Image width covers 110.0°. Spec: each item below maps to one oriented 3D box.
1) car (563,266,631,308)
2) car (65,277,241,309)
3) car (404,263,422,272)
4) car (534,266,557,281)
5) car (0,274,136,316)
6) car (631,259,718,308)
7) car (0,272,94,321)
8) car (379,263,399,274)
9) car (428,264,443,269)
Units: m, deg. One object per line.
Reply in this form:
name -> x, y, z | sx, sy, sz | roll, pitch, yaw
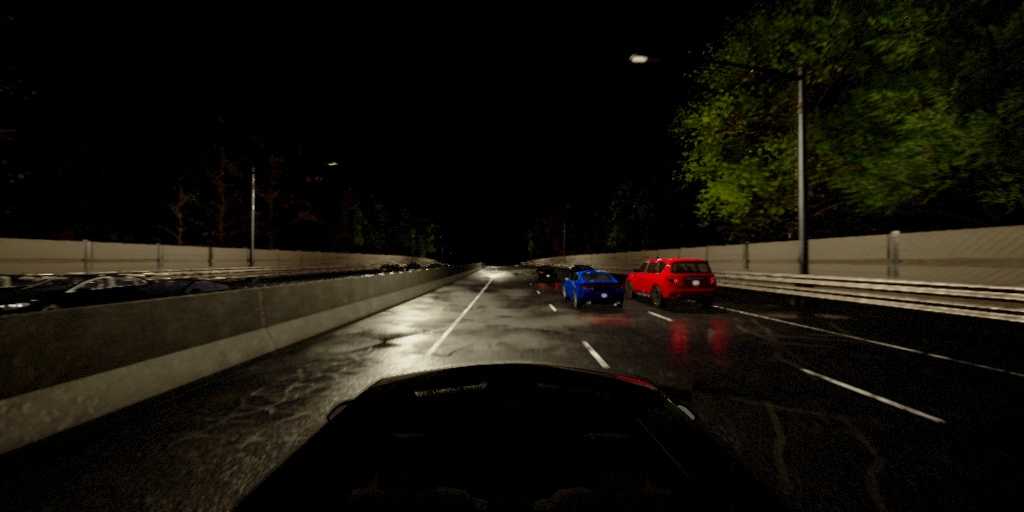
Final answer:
car -> 3.527, 1.397, 16.261 | 1.882, 1.535, 5.008 | 0, -1, 0
car -> -10.638, 1.433, 11.477 | 1.994, 1.385, 4.181 | 0, -1, 0
car -> -14.849, 1.868, 53.923 | 1.837, 1.490, 4.892 | 0, -1, -1
car -> 3.283, 1.666, 34.978 | 1.812, 1.442, 4.674 | 0, -1, -1
car -> -14.139, 1.365, 11.780 | 2.128, 1.511, 4.902 | 0, -1, 0
car -> 7.028, 1.143, 16.418 | 2.150, 2.045, 5.566 | 0, -1, 0
car -> -17.633, 1.358, 11.752 | 2.128, 1.511, 4.902 | 0, -1, 0
car -> -18.344, 1.853, 53.790 | 2.128, 1.511, 4.902 | 0, -1, -1
car -> -11.326, 1.883, 53.448 | 1.812, 1.442, 4.674 | 0, -1, -1
